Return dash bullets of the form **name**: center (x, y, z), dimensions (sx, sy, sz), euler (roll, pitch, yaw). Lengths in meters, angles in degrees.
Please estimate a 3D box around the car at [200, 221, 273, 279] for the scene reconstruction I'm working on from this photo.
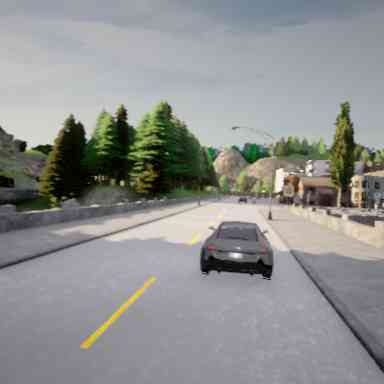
- **car**: center (1.429, 1.592, 10.421), dimensions (1.994, 1.385, 4.181), euler (2, 0, 9)

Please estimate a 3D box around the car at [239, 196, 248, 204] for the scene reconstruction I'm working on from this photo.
- **car**: center (11.237, 1.688, 73.166), dimensions (1.837, 1.490, 4.892), euler (2, 0, 9)
